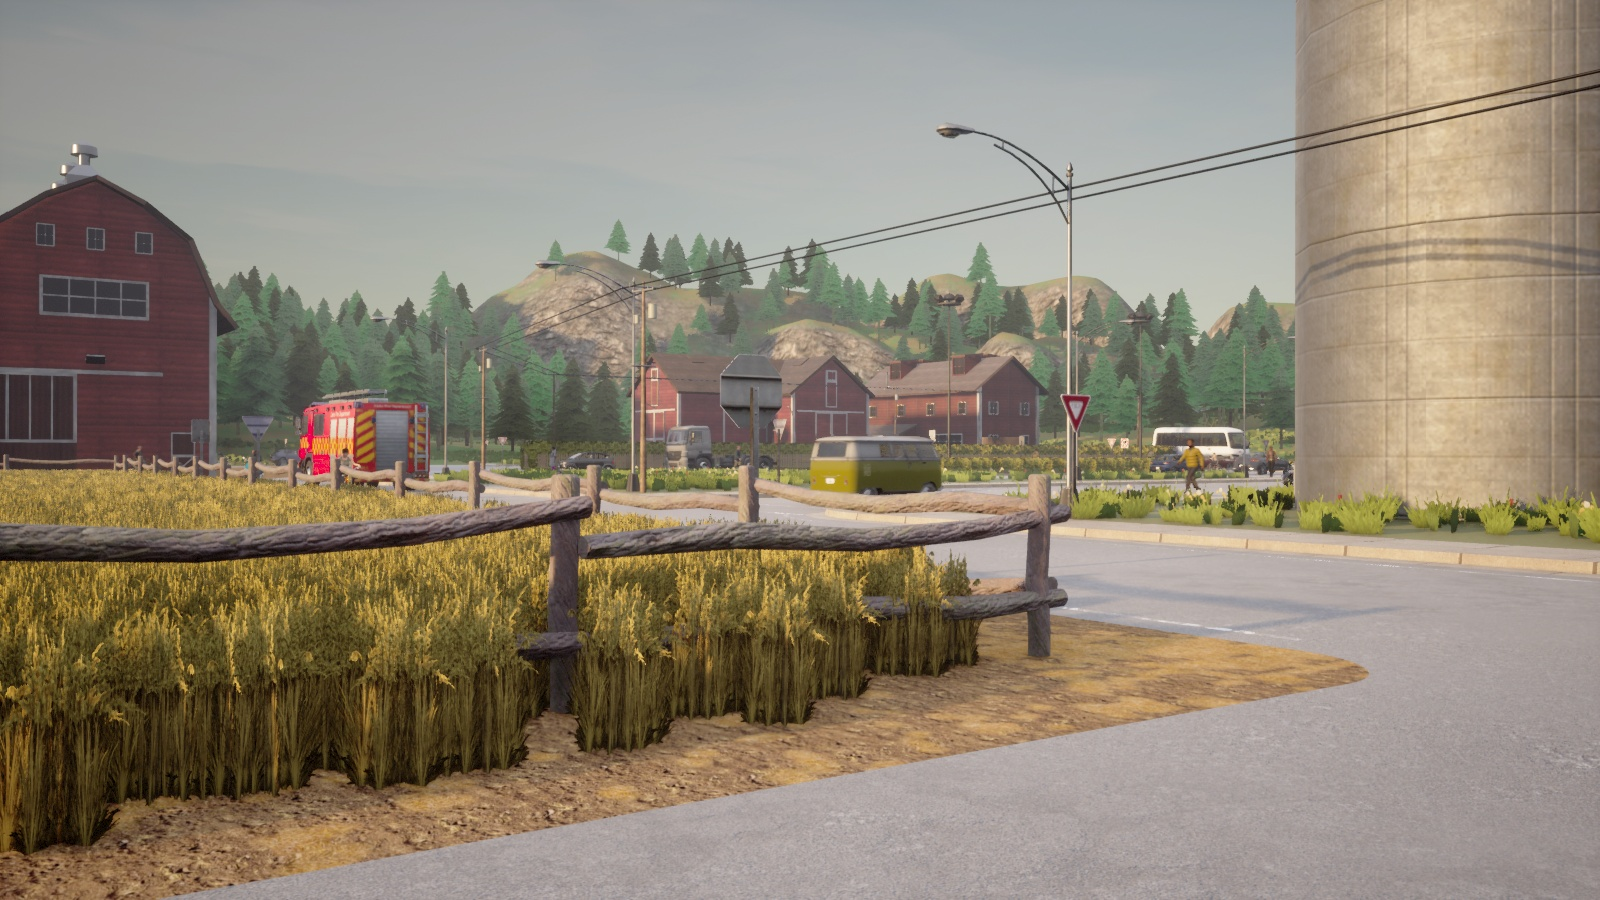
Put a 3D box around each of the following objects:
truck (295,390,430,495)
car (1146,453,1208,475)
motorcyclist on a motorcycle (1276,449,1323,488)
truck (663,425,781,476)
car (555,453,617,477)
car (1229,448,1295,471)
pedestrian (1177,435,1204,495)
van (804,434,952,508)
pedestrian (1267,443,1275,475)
[{"bbox_3d":[-17.578,-0.260,50.033,2.891,3.827,8.468,0,0,-35],"label":"truck"},{"bbox_3d":[25.536,0.912,84.933,4.193,1.474,1.816,0,0,-35],"label":"car"},{"bbox_3d":[21.705,0.782,54.530,2.350,1.649,0.766,0,0,-36],"label":"motorcyclist on a motorcycle"},{"bbox_3d":[-5.466,-0.012,88.554,7.936,3.462,2.891,0,0,-35],"label":"truck"},{"bbox_3d":[-14.113,0.955,82.858,3.705,1.549,1.789,0,0,-27],"label":"car"},{"bbox_3d":[33.368,0.675,90.622,5.027,1.651,2.152,0,0,-38],"label":"car"},{"bbox_3d":[12.078,0.469,38.800,0.709,1.840,0.431,0,0,-32],"label":"pedestrian"},{"bbox_3d":[2.299,0.581,36.024,1.775,1.987,4.442,0,0,44],"label":"van"},{"bbox_3d":[26.469,0.516,70.560,0.328,1.805,0.869,0,0,27],"label":"pedestrian"}]
